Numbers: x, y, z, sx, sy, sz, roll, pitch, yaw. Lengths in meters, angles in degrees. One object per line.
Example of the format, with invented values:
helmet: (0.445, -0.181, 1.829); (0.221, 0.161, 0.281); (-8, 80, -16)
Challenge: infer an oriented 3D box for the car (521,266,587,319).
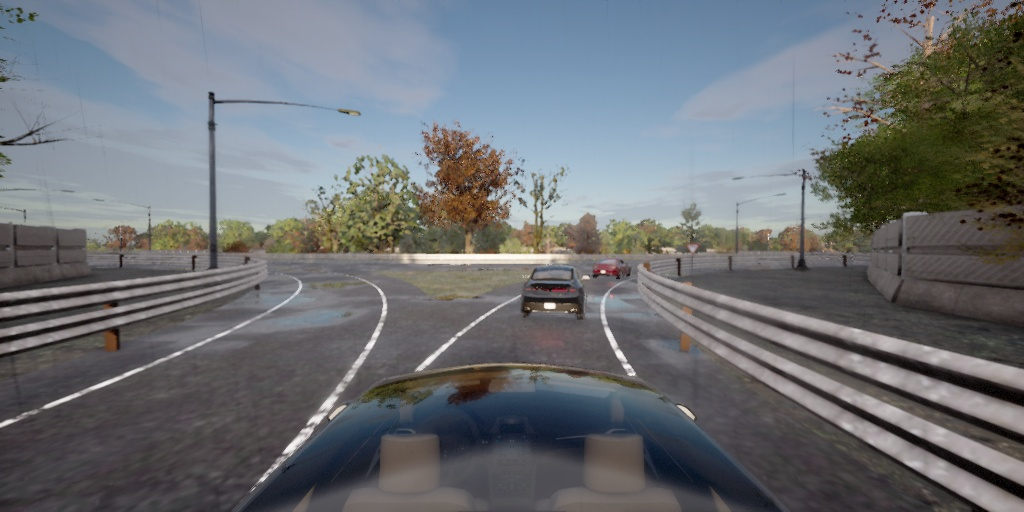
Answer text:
car: (1.492, 1.055, 12.012); (1.837, 1.490, 4.892); (0, 1, 11)

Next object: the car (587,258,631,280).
car: (7.120, 0.826, 25.441); (1.812, 1.442, 4.674); (1, 1, 30)
